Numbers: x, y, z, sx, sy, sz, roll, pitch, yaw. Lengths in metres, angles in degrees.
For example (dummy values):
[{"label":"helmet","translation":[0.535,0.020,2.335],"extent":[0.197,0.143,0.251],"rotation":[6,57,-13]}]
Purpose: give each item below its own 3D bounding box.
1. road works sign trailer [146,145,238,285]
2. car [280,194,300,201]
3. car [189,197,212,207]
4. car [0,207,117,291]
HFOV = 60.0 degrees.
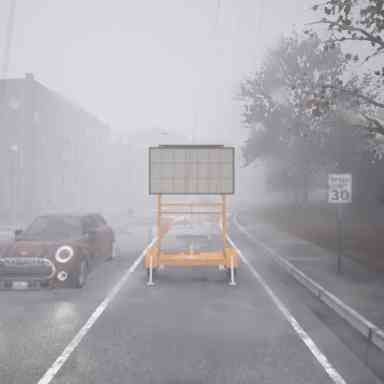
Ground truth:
[{"label":"road works sign trailer","translation":[-0.011,0.467,9.484],"extent":[2.380,3.560,2.880],"rotation":[0,0,0]},{"label":"car","translation":[19.972,1.075,67.440],"extent":[4.674,1.442,1.812],"rotation":[-2,0,-32]},{"label":"car","translation":[1.317,1.441,49.928],"extent":[2.128,1.511,4.902],"rotation":[-1,0,28]},{"label":"car","translation":[-3.566,1.354,9.169],"extent":[2.097,1.767,4.553],"rotation":[0,0,0]}]
